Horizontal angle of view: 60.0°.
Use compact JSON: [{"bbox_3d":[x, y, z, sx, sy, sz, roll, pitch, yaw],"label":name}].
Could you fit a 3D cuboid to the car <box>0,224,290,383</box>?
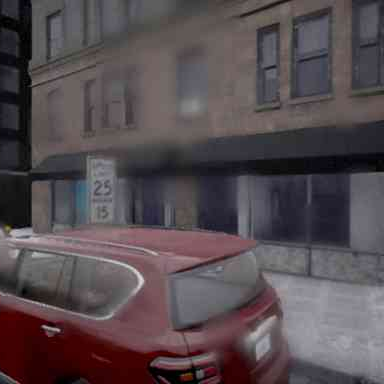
[{"bbox_3d":[-1.371,1.346,4.042,5.009,1.841,2.192,-1,0,35],"label":"car"}]
